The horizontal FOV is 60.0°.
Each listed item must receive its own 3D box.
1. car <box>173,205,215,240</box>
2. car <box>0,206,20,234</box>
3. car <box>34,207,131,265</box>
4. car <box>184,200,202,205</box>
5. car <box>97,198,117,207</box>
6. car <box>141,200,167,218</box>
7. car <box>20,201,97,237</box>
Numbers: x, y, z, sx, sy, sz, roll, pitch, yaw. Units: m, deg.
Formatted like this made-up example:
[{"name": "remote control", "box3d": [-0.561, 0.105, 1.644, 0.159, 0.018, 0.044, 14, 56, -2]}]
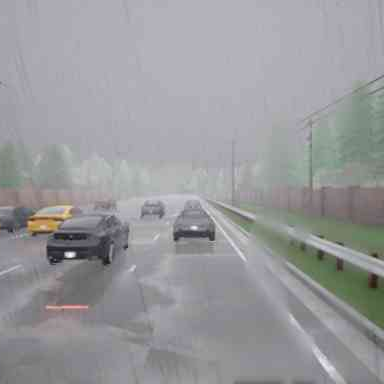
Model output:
[{"name": "car", "box3d": [0.104, 1.553, 16.783, 1.994, 1.385, 4.181, 0, 0, 0]}, {"name": "car", "box3d": [-10.395, 1.535, 19.229, 2.033, 1.411, 5.357, 0, 0, 0]}, {"name": "car", "box3d": [-3.398, 1.497, 11.698, 1.837, 1.490, 4.892, 0, 0, 0]}, {"name": "car", "box3d": [0.107, 1.524, 35.299, 2.033, 1.411, 5.357, 0, 0, 0]}, {"name": "car", "box3d": [-10.390, 1.479, 40.259, 1.837, 1.490, 4.892, 0, 0, 0]}, {"name": "car", "box3d": [-3.392, 1.472, 30.049, 2.128, 1.511, 4.902, 0, 0, 0]}, {"name": "car", "box3d": [-6.896, 1.466, 17.877, 1.882, 1.535, 5.008, 0, 0, 0]}]
